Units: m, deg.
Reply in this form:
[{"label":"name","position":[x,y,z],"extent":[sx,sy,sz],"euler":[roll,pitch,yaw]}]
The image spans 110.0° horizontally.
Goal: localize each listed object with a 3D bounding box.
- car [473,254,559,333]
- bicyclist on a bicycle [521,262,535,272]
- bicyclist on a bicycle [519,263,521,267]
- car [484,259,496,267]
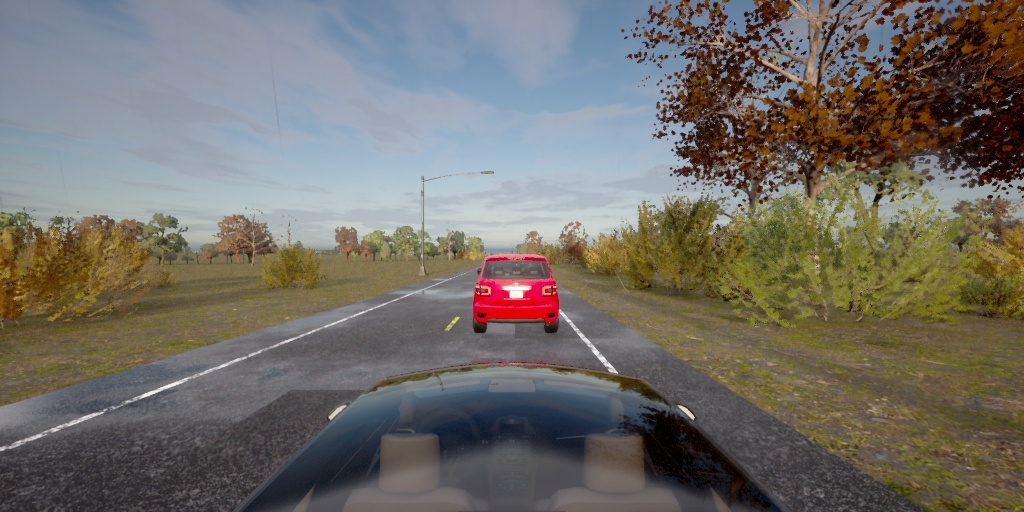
[{"label":"car","position":[0.087,0.967,10.847],"extent":[2.150,2.045,5.566],"euler":[0,0,0]},{"label":"bicyclist on a bicycle","position":[0.935,1.113,18.554],"extent":[0.659,1.776,1.843],"euler":[0,0,0]},{"label":"bicyclist on a bicycle","position":[0.890,1.109,28.566],"extent":[0.659,1.776,1.843],"euler":[0,0,0]},{"label":"car","position":[-3.955,1.256,64.584],"extent":[1.812,1.442,4.674],"euler":[0,0,0]}]
